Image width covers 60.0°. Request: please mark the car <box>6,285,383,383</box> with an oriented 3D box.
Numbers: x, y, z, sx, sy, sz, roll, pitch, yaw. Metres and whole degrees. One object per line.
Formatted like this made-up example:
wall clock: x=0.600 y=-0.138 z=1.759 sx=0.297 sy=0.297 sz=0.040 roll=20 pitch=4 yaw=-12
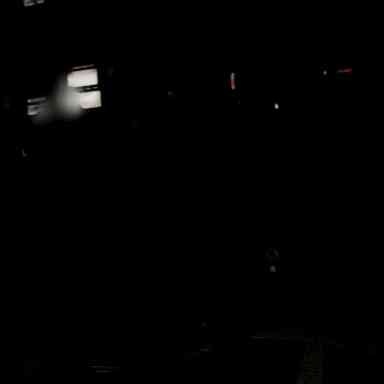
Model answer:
car: x=0.652 y=1.521 z=2.748 sx=4.507 sy=1.381 sz=1.887 roll=-1 pitch=-1 yaw=14
